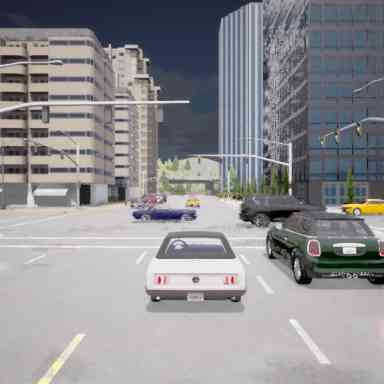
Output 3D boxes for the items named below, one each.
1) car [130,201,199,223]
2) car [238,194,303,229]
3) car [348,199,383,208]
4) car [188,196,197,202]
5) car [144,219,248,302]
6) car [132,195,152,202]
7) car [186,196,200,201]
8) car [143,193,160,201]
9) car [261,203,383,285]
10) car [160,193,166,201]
[{"bbox_3d":[-1.919,1.574,24.491,4.718,1.301,1.895,0,0,0],"label":"car"},{"bbox_3d":[5.701,1.171,20.938,5.566,2.045,2.150,0,0,0],"label":"car"},{"bbox_3d":[16.856,1.422,31.570,5.008,1.535,1.882,0,0,1],"label":"car"},{"bbox_3d":[0.092,1.540,74.777,2.033,1.411,5.357,0,0,0],"label":"car"},{"bbox_3d":[0.085,1.601,8.201,1.895,1.301,4.718,0,0,0],"label":"car"},{"bbox_3d":[-7.044,1.491,44.637,2.128,1.511,4.902,0,0,0],"label":"car"},{"bbox_3d":[0.149,1.477,49.964,1.882,1.535,5.008,0,0,0],"label":"car"},{"bbox_3d":[-7.025,1.222,54.209,2.150,2.045,5.566,0,0,0],"label":"car"},{"bbox_3d":[3.593,1.352,9.691,2.097,1.767,4.553,0,0,0],"label":"car"},{"bbox_3d":[-6.961,1.221,64.685,2.150,2.045,5.566,0,0,2],"label":"car"}]
